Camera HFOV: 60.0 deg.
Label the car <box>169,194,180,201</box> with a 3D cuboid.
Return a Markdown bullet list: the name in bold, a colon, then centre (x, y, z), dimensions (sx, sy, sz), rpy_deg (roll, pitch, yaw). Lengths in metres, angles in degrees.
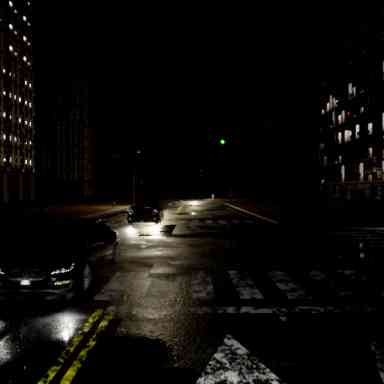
- **car**: centre (-3.433, 1.116, 66.086), dimensions (2.097, 1.767, 4.553), rpy_deg (0, 0, -2)

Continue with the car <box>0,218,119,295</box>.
- **car**: centre (-3.241, 1.515, 8.897), dimensions (1.837, 1.490, 4.892), rpy_deg (0, 0, 0)

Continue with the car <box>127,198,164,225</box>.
- **car**: centre (-3.223, 1.329, 23.753), dimensions (2.097, 1.767, 4.553), rpy_deg (1, 0, 0)
